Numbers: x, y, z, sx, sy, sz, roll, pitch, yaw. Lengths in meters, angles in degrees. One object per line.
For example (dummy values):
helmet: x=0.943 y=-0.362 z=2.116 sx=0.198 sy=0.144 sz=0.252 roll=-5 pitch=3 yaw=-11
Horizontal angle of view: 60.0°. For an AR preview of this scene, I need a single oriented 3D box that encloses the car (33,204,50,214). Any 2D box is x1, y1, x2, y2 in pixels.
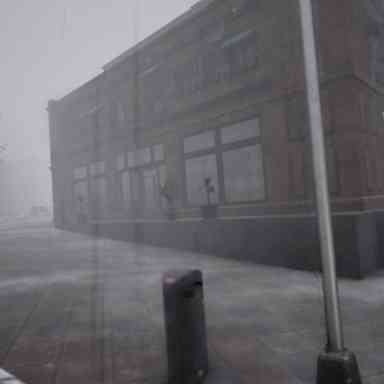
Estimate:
car: x=-22.638 y=2.503 z=50.043 sx=1.882 sy=1.535 sz=5.008 roll=-4 pitch=-1 yaw=-18
